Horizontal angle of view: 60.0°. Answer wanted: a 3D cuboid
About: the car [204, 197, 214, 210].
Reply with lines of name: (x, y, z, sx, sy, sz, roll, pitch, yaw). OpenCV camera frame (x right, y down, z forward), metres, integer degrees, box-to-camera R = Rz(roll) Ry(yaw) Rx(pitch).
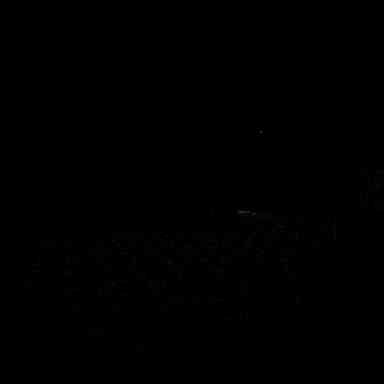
car: (2.905, 1.336, 37.314, 1.882, 1.535, 5.008, 0, 1, -36)
